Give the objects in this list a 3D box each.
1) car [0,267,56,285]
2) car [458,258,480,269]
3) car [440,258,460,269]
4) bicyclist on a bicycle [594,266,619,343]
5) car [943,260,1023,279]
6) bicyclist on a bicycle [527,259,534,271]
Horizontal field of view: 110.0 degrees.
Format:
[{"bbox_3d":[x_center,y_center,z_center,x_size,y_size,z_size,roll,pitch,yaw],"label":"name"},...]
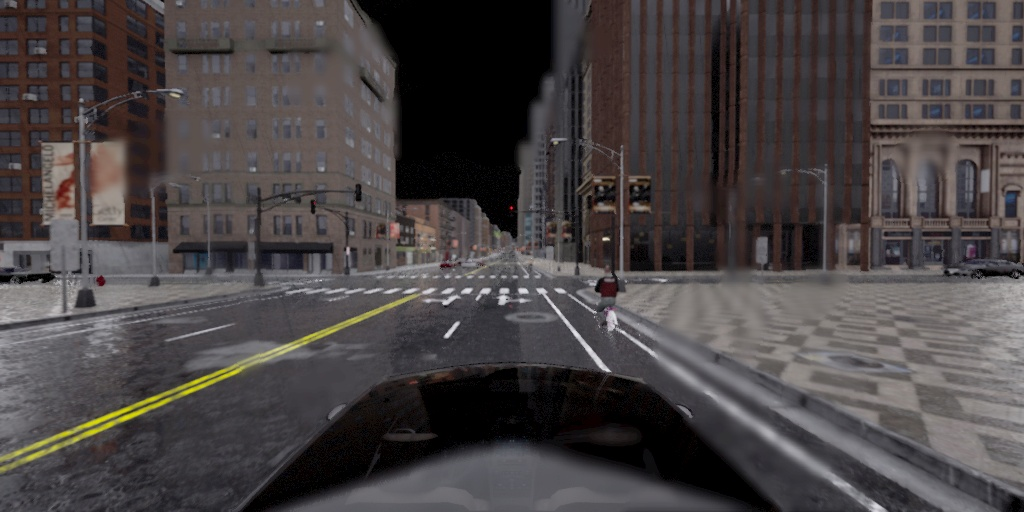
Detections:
[{"bbox_3d":[-36.956,1.468,26.446,4.718,1.301,1.895,0,1,1],"label":"car"},{"bbox_3d":[-6.468,1.322,54.630,1.895,1.301,4.718,0,0,1],"label":"car"},{"bbox_3d":[-9.715,1.322,54.648,1.895,1.301,4.718,0,0,1],"label":"car"},{"bbox_3d":[2.278,1.112,8.759,0.659,1.776,1.843,0,0,0],"label":"bicyclist on a bicycle"},{"bbox_3d":[37.110,1.029,28.294,4.902,1.511,2.128,0,1,0],"label":"car"},{"bbox_3d":[2.439,1.161,46.731,0.866,1.612,1.509,0,0,-1],"label":"bicyclist on a bicycle"}]
